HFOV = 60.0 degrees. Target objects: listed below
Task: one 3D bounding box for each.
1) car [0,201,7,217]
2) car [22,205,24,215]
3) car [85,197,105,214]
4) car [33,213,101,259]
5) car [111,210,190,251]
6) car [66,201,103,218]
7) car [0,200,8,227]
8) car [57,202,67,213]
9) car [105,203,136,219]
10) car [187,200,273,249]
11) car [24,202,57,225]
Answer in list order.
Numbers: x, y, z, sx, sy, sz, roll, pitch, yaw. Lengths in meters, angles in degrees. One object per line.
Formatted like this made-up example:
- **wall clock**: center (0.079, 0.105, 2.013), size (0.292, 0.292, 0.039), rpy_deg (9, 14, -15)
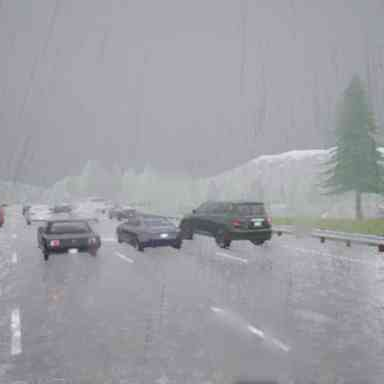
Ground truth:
- **car**: center (-21.803, 1.841, 37.120), size (1.882, 1.535, 5.008), rpy_deg (0, 0, -28)
- **car**: center (-18.686, 1.913, 38.713), size (1.812, 1.442, 4.674), rpy_deg (0, -1, -28)
- **car**: center (-12.348, 1.656, 41.703), size (2.150, 2.045, 5.566), rpy_deg (0, -1, -28)
- **car**: center (-5.051, 1.738, 13.259), size (1.895, 1.301, 4.718), rpy_deg (0, -1, -28)
- **car**: center (-2.046, 1.727, 15.066), size (1.994, 1.385, 4.181), rpy_deg (0, -1, -28)
- **car**: center (-9.339, 1.822, 28.702), size (1.812, 1.442, 4.674), rpy_deg (0, 0, -28)
- **car**: center (-14.887, 1.461, 24.212), size (2.150, 2.045, 5.566), rpy_deg (0, 0, -28)
- **car**: center (-15.558, 1.937, 40.284), size (1.812, 1.442, 4.674), rpy_deg (0, -1, -28)
- **car**: center (-6.254, 1.847, 30.354), size (1.812, 1.442, 4.674), rpy_deg (0, 0, -28)
- **car**: center (1.435, 1.402, 15.964), size (2.150, 2.045, 5.566), rpy_deg (0, 0, -28)
- **car**: center (-12.426, 1.798, 27.055), size (1.812, 1.442, 4.674), rpy_deg (0, 0, -28)
